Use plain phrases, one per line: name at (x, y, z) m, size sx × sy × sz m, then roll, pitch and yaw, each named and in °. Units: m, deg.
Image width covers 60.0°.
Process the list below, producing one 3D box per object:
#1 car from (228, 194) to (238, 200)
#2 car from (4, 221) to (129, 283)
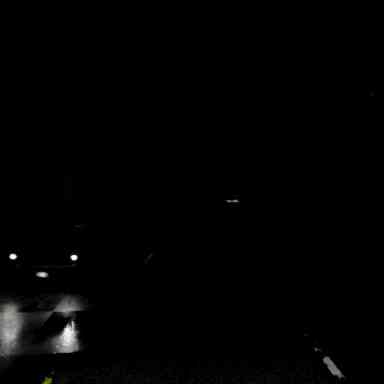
car at (10.003, 1.178, 80.651) m, size 1.882 × 1.535 × 5.008 m, roll 0°, pitch 1°, yaw 18°
car at (-3.304, 1.574, 9.789) m, size 1.895 × 1.301 × 4.718 m, roll 0°, pitch 0°, yaw 3°
